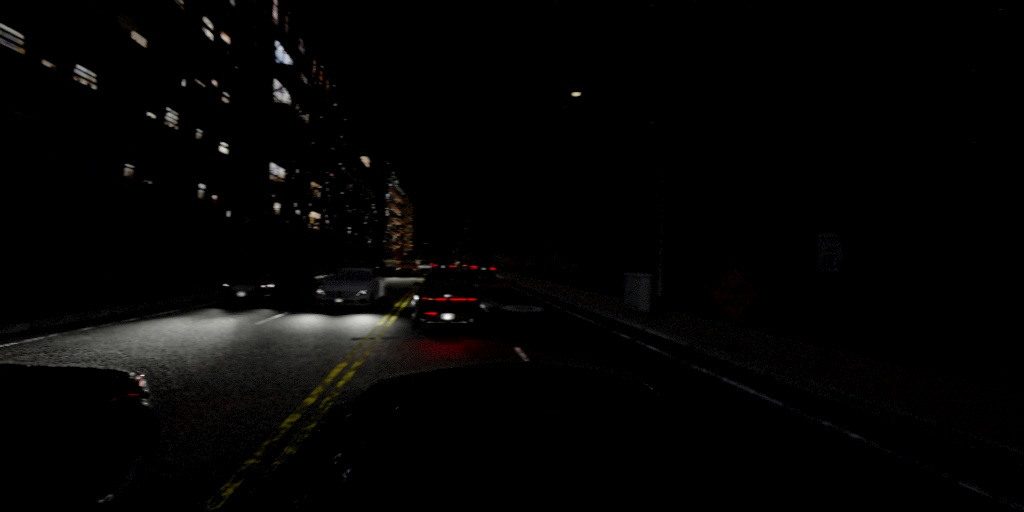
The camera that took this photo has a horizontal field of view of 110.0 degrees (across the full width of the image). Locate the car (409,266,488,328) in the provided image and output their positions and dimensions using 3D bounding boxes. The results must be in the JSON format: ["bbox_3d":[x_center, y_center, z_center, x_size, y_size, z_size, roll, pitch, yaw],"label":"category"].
[{"bbox_3d":[-2.061,1.262,11.316,1.837,1.490,4.892,2,0,-11],"label":"car"}]

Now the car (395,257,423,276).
[{"bbox_3d":[-10.051,1.140,34.733,1.882,1.535,5.008,2,-1,-11],"label":"car"}]

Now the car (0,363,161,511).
[{"bbox_3d":[-3.594,1.177,1.151,1.994,1.385,4.181,2,-1,-11],"label":"car"}]

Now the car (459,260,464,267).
[{"bbox_3d":[-5.776,1.414,47.054,2.128,1.511,4.902,2,0,-11],"label":"car"}]

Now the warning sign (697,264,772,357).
[{"bbox_3d":[4.732,1.093,7.696,1.300,1.860,1.060,0,0,-11],"label":"warning sign"}]

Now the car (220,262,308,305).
[{"bbox_3d":[-9.479,0.998,14.373,2.128,1.511,4.902,2,0,-11],"label":"car"}]

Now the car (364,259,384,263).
[{"bbox_3d":[-13.293,1.021,34.405,1.882,1.535,5.008,2,-1,-11],"label":"car"}]

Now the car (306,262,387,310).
[{"bbox_3d":[-6.110,1.158,14.055,1.812,1.442,4.674,2,0,-11],"label":"car"}]

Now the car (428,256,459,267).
[{"bbox_3d":[-6.399,1.008,33.395,2.150,2.045,5.566,2,0,-11],"label":"car"}]

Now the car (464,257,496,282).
[{"bbox_3d":[-2.758,1.128,31.602,2.150,2.045,5.566,2,0,-10],"label":"car"}]
